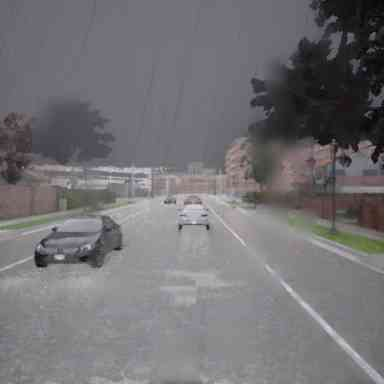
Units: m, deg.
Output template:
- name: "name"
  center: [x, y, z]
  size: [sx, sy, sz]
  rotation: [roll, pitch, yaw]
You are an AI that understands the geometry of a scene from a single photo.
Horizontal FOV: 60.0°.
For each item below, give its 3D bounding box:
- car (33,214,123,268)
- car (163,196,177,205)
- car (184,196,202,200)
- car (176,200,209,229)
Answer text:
- name: "car"
  center: [-3.592, 1.511, 11.362]
  size: [1.812, 1.442, 4.674]
  rotation: [0, 0, 0]
- name: "car"
  center: [-3.461, 1.373, 53.793]
  size: [1.994, 1.385, 4.181]
  rotation: [0, 0, 0]
- name: "car"
  center: [0.128, 1.225, 38.964]
  size: [2.097, 1.767, 4.553]
  rotation: [0, 0, 0]
- name: "car"
  center: [0.116, 1.476, 21.115]
  size: [1.812, 1.442, 4.674]
  rotation: [0, 0, 0]
